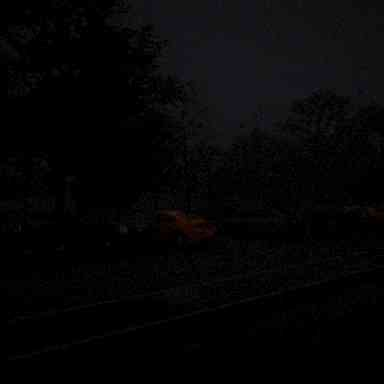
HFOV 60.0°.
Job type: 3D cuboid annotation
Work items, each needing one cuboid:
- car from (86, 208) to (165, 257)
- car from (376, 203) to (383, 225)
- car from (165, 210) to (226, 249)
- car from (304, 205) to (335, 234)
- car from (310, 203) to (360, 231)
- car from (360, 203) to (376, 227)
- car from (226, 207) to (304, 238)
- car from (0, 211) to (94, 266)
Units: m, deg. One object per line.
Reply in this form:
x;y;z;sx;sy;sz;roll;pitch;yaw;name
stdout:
-3.644;1.430;13.481;4.553;1.767;2.185;-1;-1;34;car
12.726;1.759;26.082;5.366;1.575;1.946;-1;-1;32;car
-1.267;1.585;15.237;5.008;1.535;2.097;-1;-1;34;car
5.886;1.702;20.540;4.792;1.488;2.163;-1;-1;33;car
8.214;1.701;22.345;5.008;1.535;2.097;-1;-1;33;car
10.529;1.606;24.184;4.553;1.767;2.185;-1;-1;32;car
3.460;1.673;18.785;4.792;1.488;2.163;-1;-1;33;car
-6.072;1.527;11.756;4.892;1.521;2.231;-1;-1;34;car
